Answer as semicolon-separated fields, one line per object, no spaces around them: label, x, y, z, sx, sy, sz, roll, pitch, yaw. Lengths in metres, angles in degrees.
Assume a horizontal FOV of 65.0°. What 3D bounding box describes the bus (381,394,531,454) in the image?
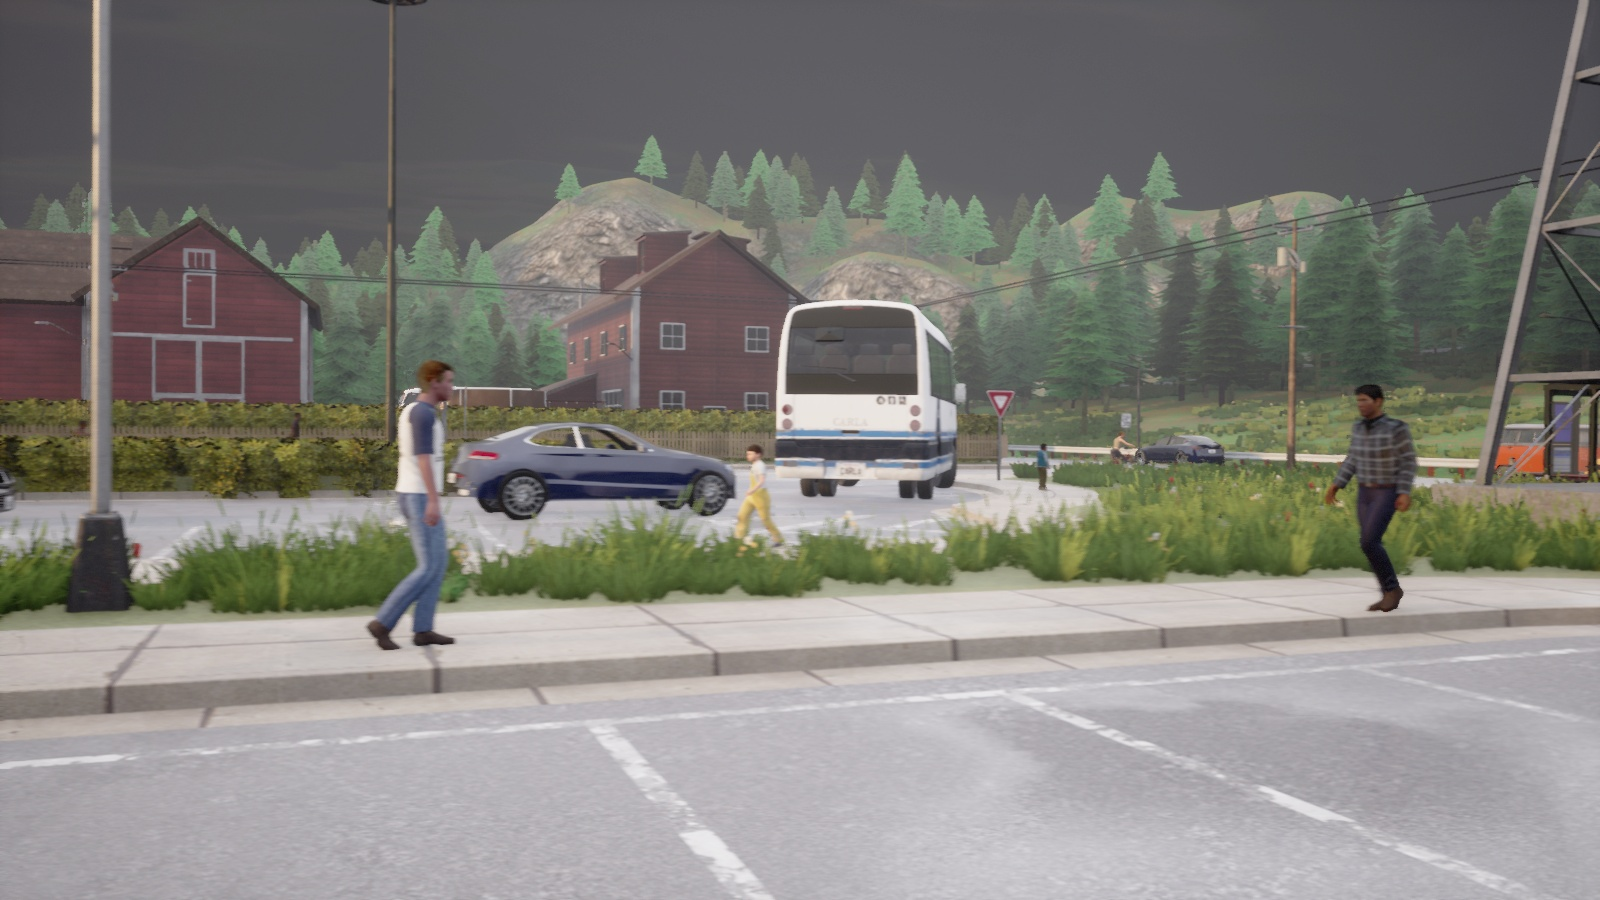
bus;-25.176;-1.943;92.000;10.273;4.253;3.944;-1;1;-20

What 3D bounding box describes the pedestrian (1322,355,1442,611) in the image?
pedestrian;4.587;0.243;9.896;0.788;1.949;0.423;-1;1;-21

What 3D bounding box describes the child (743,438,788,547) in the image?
child;-0.408;0.495;14.791;0.437;1.263;0.270;-1;1;-27

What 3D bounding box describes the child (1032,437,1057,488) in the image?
child;5.785;0.290;29.736;0.448;1.192;0.343;-1;1;-20

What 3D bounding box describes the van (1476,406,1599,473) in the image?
van;23.800;-0.348;39.447;1.775;1.987;4.442;-1;1;-20

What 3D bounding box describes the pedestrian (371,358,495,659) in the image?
pedestrian;-2.324;0.349;7.942;0.706;1.836;0.354;-1;1;-19

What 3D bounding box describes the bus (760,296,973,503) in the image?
bus;2.047;-1.109;31.211;3.944;4.253;10.273;0;1;11

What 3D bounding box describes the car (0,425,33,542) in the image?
car;-13.995;0.497;18.152;4.611;1.667;2.242;-1;1;-21

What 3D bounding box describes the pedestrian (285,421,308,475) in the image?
pedestrian;-17.345;-0.063;43.229;0.703;1.840;0.431;-1;1;-24

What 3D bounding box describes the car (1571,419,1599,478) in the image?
car;22.763;-0.030;32.003;1.801;1.575;5.366;-1;1;-20

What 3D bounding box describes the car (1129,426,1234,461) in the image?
car;17.345;-0.324;57.399;2.163;1.488;4.792;-1;1;-20

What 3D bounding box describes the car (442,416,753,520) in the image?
car;-3.576;0.252;22.302;5.027;1.651;2.152;-1;1;-26
